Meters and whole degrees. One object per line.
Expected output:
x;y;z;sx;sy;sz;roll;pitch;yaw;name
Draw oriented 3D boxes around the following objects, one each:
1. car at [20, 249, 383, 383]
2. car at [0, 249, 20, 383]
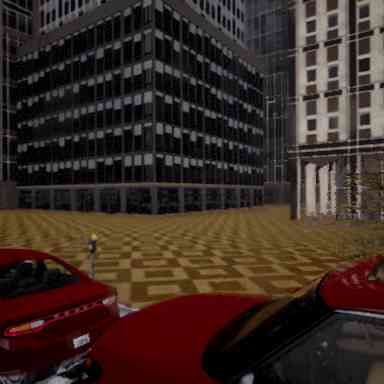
1.447;1.315;1.848;5.009;1.841;2.192;0;0;36;car
-3.062;1.550;5.065;4.507;1.381;1.887;0;0;36;car
